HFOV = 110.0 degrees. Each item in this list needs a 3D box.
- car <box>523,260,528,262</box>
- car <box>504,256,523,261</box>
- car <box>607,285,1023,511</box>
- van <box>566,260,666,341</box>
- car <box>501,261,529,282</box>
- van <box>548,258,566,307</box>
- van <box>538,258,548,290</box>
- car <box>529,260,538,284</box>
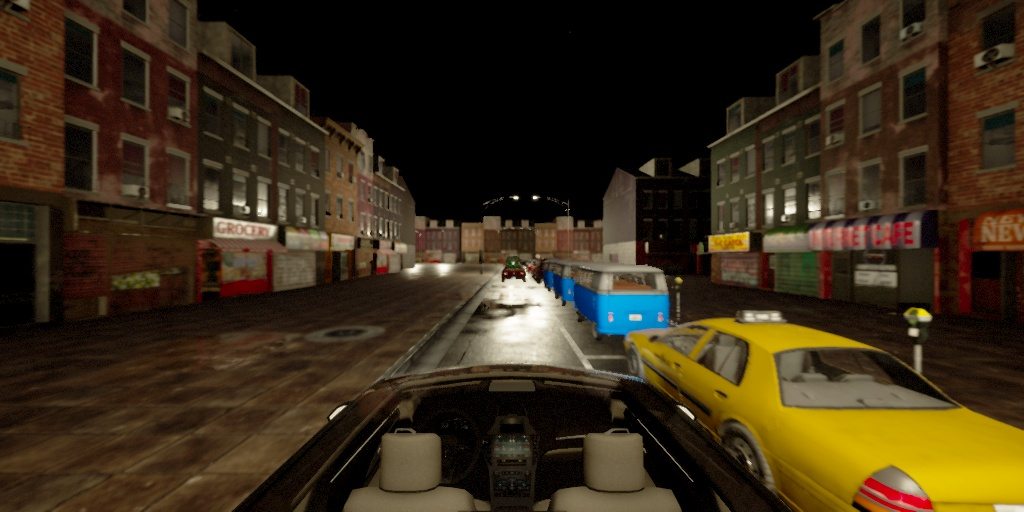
[{"bbox_3d":[2.738,1.178,43.548,1.967,1.591,4.097,0,0,0],"label":"car"},{"bbox_3d":[0.159,0.957,46.426,2.150,2.045,5.566,0,0,0],"label":"car"},{"bbox_3d":[2.650,1.277,4.098,1.751,1.417,4.829,0,0,0],"label":"car"},{"bbox_3d":[2.662,1.089,9.588,1.690,1.789,3.998,0,0,0],"label":"van"},{"bbox_3d":[0.131,1.340,28.727,1.895,1.301,4.718,0,0,0],"label":"car"},{"bbox_3d":[2.675,1.087,15.248,1.690,1.789,3.998,0,0,0],"label":"van"},{"bbox_3d":[2.688,1.085,20.908,1.690,1.789,3.998,0,0,0],"label":"van"},{"bbox_3d":[2.700,1.057,26.568,2.192,1.841,5.009,0,0,0],"label":"car"}]
